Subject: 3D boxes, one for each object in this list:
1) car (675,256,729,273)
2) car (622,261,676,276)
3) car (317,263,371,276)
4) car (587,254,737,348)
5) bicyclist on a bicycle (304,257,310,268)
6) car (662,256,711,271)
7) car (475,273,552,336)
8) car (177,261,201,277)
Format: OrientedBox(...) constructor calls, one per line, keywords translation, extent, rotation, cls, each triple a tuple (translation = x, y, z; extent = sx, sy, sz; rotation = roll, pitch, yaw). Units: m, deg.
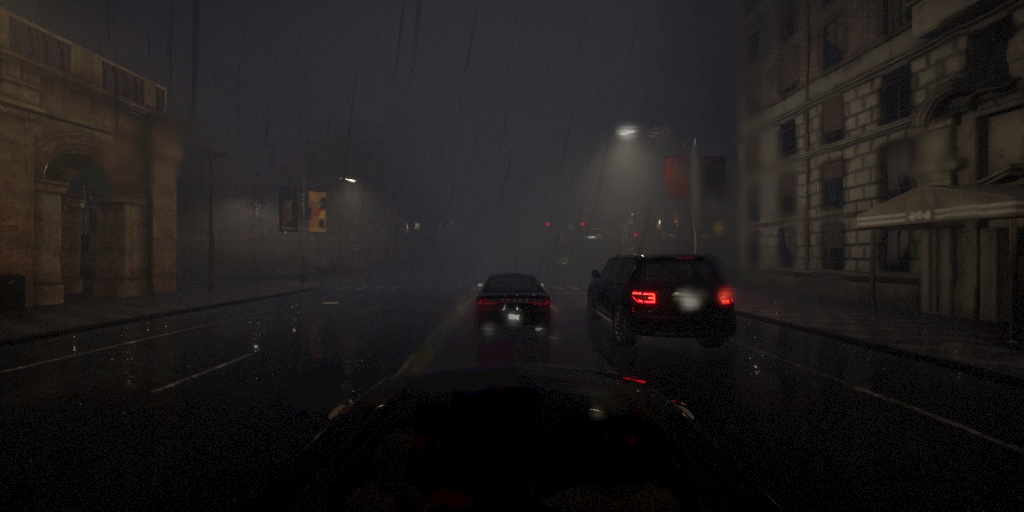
OrientedBox(translation=(23.387, 0.971, 44.270), extent=(5.566, 2.045, 2.150), rotation=(0, 0, 1), cls="car")
OrientedBox(translation=(13.692, 1.275, 36.033), extent=(4.674, 1.442, 1.812), rotation=(0, 0, 0), cls="car")
OrientedBox(translation=(-16.711, 1.351, 35.840), extent=(4.718, 1.301, 1.895), rotation=(0, 0, 0), cls="car")
OrientedBox(translation=(3.455, 0.971, 9.415), extent=(2.150, 2.045, 5.566), rotation=(0, 0, 2), cls="car")
OrientedBox(translation=(-31.577, 1.050, 55.228), extent=(0.582, 1.620, 1.656), rotation=(0, 0, 0), cls="bicyclist on a bicycle")
OrientedBox(translation=(23.182, 0.971, 47.781), extent=(5.566, 2.045, 2.150), rotation=(0, 0, 0), cls="car")
OrientedBox(translation=(-0.011, 1.228, 10.494), extent=(1.882, 1.535, 5.008), rotation=(0, 0, -2), cls="car")
OrientedBox(translation=(-33.969, 1.227, 35.730), extent=(5.008, 1.535, 1.882), rotation=(0, 0, 0), cls="car")
